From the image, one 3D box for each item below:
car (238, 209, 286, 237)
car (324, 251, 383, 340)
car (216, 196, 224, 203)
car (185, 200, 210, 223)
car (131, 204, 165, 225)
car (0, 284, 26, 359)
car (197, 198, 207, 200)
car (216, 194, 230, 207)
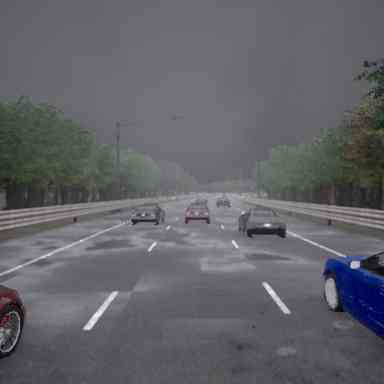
[{"bbox_3d":[3.690,1.589,18.077,1.994,1.385,4.181,0,0,1],"label":"car"},{"bbox_3d":[3.524,1.479,4.628,1.882,1.535,5.008,0,0,0],"label":"car"},{"bbox_3d":[6.666,1.705,78.294,1.882,1.535,5.008,0,0,5],"label":"car"},{"bbox_3d":[0.451,1.593,25.982,2.033,1.411,5.357,0,0,2],"label":"car"},{"bbox_3d":[-3.095,1.586,24.162,2.033,1.411,5.357,0,0,2],"label":"car"},{"bbox_3d":[-3.386,1.526,3.004,1.812,1.442,4.674,0,0,0],"label":"car"},{"bbox_3d":[1.636,1.645,54.209,2.128,1.511,4.902,0,0,3],"label":"car"},{"bbox_3d":[5.053,1.510,54.467,2.097,1.767,4.553,0,0,3],"label":"car"}]
